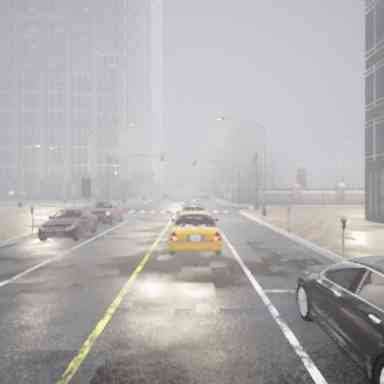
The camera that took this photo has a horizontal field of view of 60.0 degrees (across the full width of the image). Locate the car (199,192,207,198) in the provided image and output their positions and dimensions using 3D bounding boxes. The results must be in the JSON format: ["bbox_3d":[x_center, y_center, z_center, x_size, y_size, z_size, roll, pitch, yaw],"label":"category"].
[{"bbox_3d":[2.721,0.764,81.562,1.887,1.381,4.507,0,1,0],"label":"car"}]

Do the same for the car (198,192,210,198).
[{"bbox_3d":[2.778,0.896,70.448,1.947,1.339,4.313,0,1,0],"label":"car"}]

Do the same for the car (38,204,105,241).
[{"bbox_3d":[-5.684,1.447,15.737,1.802,1.307,4.206,0,1,0],"label":"car"}]

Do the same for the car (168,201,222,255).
[{"bbox_3d":[0.105,1.349,12.727,1.801,1.575,5.366,0,1,0],"label":"car"}]

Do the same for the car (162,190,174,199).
[{"bbox_3d":[-5.807,0.842,75.950,1.947,1.339,4.313,0,1,0],"label":"car"}]

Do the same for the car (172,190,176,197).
[{"bbox_3d":[-5.800,0.540,92.632,1.967,1.590,4.097,0,1,0],"label":"car"}]

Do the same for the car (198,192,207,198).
[{"bbox_3d":[2.723,0.711,87.122,2.008,1.369,4.403,0,1,0],"label":"car"}]

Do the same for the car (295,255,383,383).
[{"bbox_3d":[2.692,1.515,4.345,2.008,1.369,4.403,0,0,0],"label":"car"}]

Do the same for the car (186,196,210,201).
[{"bbox_3d":[0.126,1.314,26.193,2.033,1.411,5.357,0,1,0],"label":"car"}]

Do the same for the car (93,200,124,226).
[{"bbox_3d":[-5.682,1.252,21.428,1.967,1.590,4.097,0,1,0],"label":"car"}]
